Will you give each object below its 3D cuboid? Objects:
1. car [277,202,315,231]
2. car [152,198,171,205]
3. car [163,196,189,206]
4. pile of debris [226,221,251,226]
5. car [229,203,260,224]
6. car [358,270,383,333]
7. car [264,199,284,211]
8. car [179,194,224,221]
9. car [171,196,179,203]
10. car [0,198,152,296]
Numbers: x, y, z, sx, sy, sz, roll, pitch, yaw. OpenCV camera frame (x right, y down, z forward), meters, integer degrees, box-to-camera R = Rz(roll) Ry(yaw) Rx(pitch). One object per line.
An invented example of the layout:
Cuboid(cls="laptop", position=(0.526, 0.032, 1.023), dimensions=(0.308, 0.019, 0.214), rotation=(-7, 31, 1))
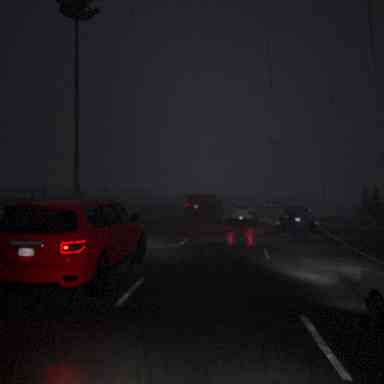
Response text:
Cuboid(cls="car", position=(6.537, 1.556, 20.926), dimensions=(1.994, 1.385, 4.181), rotation=(0, 0, 14))
Cuboid(cls="car", position=(-5.111, 1.481, 41.023), dimensions=(2.033, 1.411, 5.357), rotation=(0, 0, 24))
Cuboid(cls="car", position=(-2.520, 1.402, 53.820), dimensions=(1.882, 1.535, 5.008), rotation=(0, 0, 30))
Cuboid(cls="pile of debris", position=(3.261, 2.155, 23.128), dimensions=(1.500, 0.140, 1.860), rotation=(0, 0, 16))
Cuboid(cls="car", position=(3.906, 1.501, 24.448), dimensions=(1.812, 1.442, 4.674), rotation=(1, 0, 16))
Cuboid(cls="car", position=(3.800, 1.607, 3.814), dimensions=(1.895, 1.301, 4.718), rotation=(0, 0, 3))
Cuboid(cls="car", position=(10.238, 1.525, 40.334), dimensions=(2.033, 1.411, 5.357), rotation=(0, 0, 27))
Cuboid(cls="car", position=(1.093, 1.190, 27.367), dimensions=(2.150, 2.045, 5.566), rotation=(0, 0, 17))
Cuboid(cls="car", position=(-0.886, 1.295, 41.887), dimensions=(2.097, 1.767, 4.553), rotation=(0, 0, 25))
Cuboid(cls="car", position=(-2.804, 1.202, 8.829), dimensions=(2.150, 2.045, 5.566), rotation=(0, 0, 6))
